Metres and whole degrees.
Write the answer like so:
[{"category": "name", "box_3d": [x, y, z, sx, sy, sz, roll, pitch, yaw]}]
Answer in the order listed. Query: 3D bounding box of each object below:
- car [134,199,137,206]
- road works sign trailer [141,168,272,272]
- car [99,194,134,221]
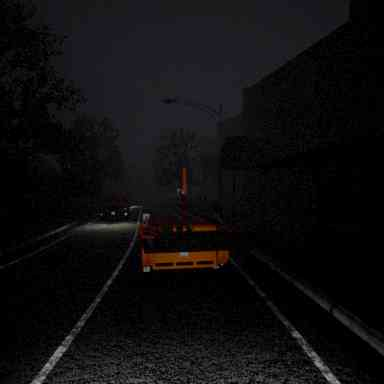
[{"category": "car", "box_3d": [-9.750, 1.571, 52.760, 1.994, 1.385, 4.181, -1, 0, -8]}, {"category": "road works sign trailer", "box_3d": [0.028, 0.791, 7.719, 2.380, 2.880, 3.560, 0, 0, -10]}, {"category": "car", "box_3d": [-6.243, 1.232, 27.475, 2.150, 2.045, 5.566, -1, 0, -8]}]
